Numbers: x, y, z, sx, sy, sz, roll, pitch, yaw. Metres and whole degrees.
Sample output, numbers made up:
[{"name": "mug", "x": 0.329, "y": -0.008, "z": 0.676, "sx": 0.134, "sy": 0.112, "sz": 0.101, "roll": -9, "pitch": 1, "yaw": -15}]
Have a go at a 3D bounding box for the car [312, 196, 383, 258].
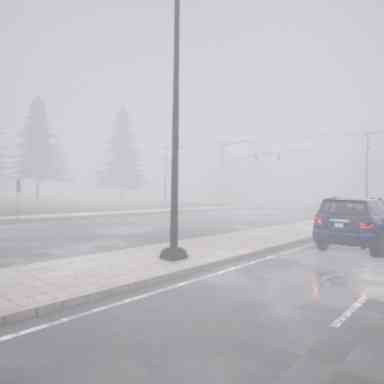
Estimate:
[{"name": "car", "x": 6.689, "y": 1.214, "z": 13.209, "sx": 2.150, "sy": 2.045, "sz": 5.566, "roll": 1, "pitch": 1, "yaw": 41}]
